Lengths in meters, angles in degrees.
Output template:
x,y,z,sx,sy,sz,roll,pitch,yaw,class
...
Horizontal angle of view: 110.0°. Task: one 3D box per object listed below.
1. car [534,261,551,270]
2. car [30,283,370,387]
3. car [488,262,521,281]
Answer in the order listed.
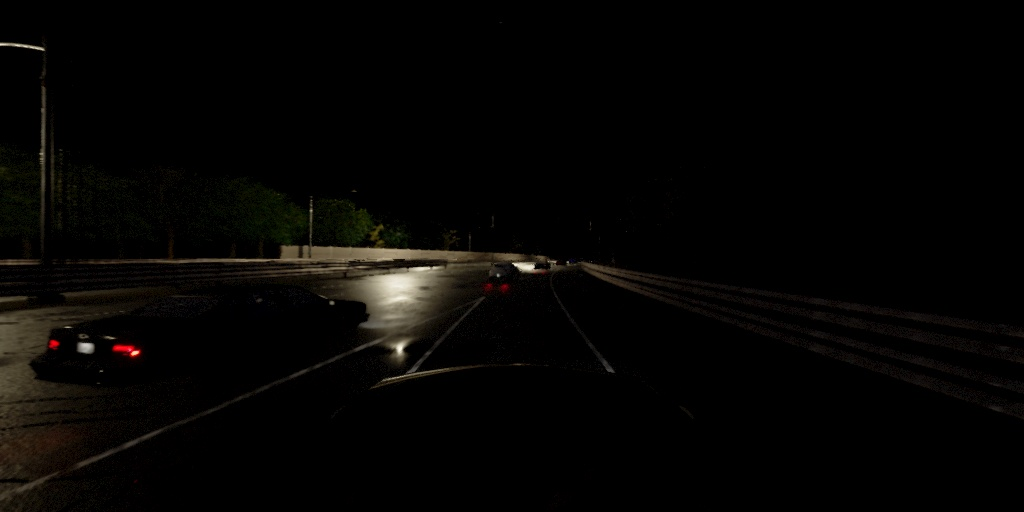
x,y,z,sx,sy,sz,roll,pitch,yaw,class
4.460,1.334,51.784,1.895,1.301,4.718,1,0,13,car
-5.109,1.250,7.158,2.033,1.411,5.357,1,0,11,car
-0.574,1.249,29.447,1.812,1.442,4.674,1,0,12,car
